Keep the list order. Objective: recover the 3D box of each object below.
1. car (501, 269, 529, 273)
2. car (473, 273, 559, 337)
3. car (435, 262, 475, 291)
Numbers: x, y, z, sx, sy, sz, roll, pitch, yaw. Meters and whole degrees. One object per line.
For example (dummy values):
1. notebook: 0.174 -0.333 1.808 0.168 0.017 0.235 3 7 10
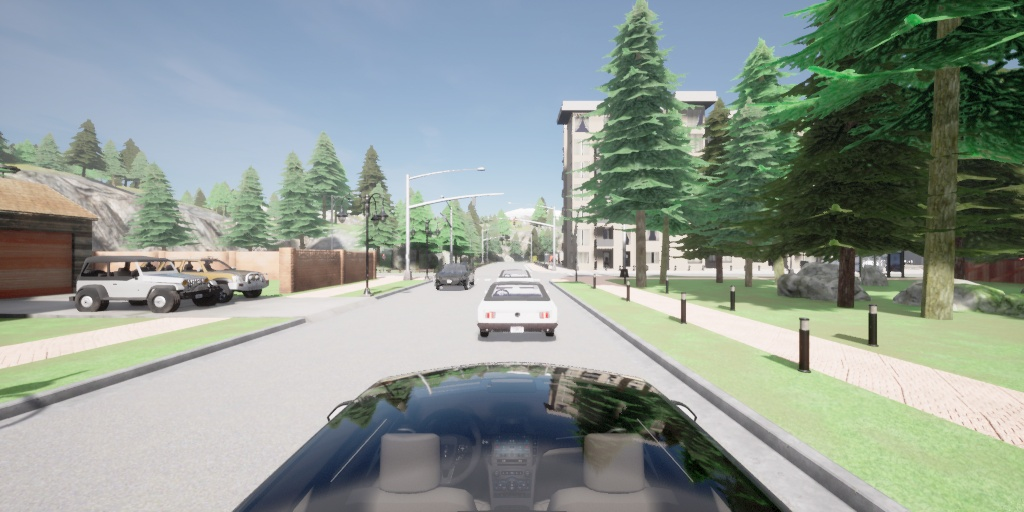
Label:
1. car: 0.162 1.351 19.404 1.895 1.301 4.718 0 0 0
2. car: 0.132 1.351 10.236 1.895 1.301 4.718 0 0 0
3. car: -3.428 1.146 22.208 1.882 1.535 5.008 0 0 0
